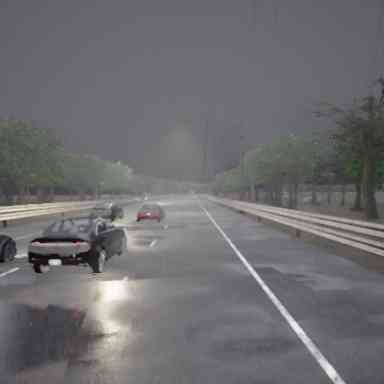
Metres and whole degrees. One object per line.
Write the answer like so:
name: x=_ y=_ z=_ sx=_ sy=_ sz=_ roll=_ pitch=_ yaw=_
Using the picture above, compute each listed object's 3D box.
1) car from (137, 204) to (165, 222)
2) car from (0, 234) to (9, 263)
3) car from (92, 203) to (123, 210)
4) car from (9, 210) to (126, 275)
car: x=-3.393 y=1.701 z=28.009 sx=1.994 sy=1.385 sz=4.181 roll=0 pitch=0 yaw=0
car: x=-6.897 y=1.610 z=9.521 sx=1.994 sy=1.385 sz=4.181 roll=0 pitch=0 yaw=0
car: x=-6.893 y=1.625 z=27.381 sx=2.128 sy=1.511 sz=4.902 roll=0 pitch=0 yaw=0
car: x=-3.397 y=1.543 z=10.677 sx=2.128 sy=1.511 sz=4.902 roll=0 pitch=0 yaw=0
